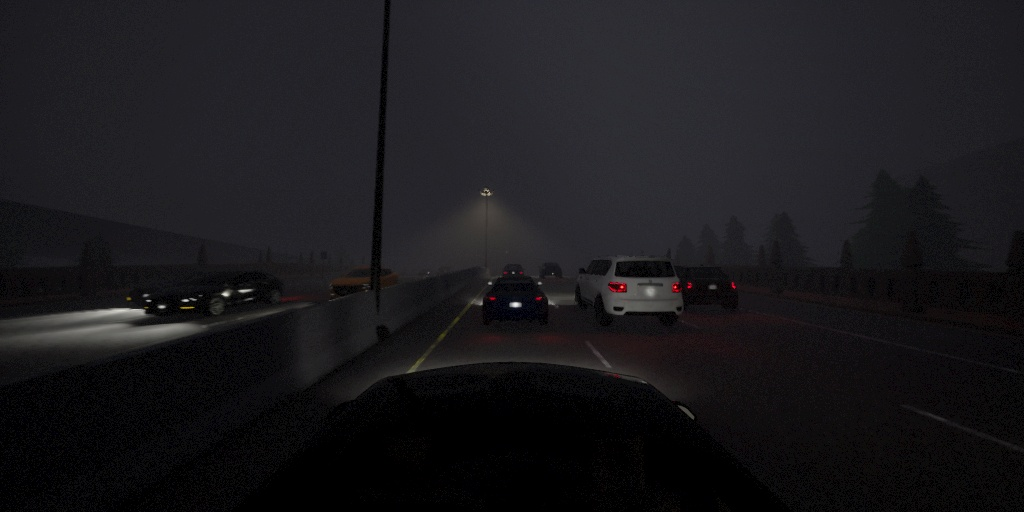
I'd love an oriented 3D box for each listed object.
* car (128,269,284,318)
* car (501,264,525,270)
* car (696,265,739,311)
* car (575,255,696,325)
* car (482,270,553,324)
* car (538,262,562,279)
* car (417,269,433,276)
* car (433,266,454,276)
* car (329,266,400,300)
[{"bbox_3d":[-10.598,1.275,13.272,1.837,1.490,4.892,0,0,0],"label":"car"},{"bbox_3d":[0.103,1.353,29.930,2.033,1.411,5.357,0,0,0],"label":"car"},{"bbox_3d":[7.101,1.125,14.804,2.097,1.767,4.553,0,0,0],"label":"car"},{"bbox_3d":[3.601,0.991,12.011,2.150,2.045,5.566,0,0,0],"label":"car"},{"bbox_3d":[0.101,1.333,12.000,1.994,1.385,4.181,0,0,0],"label":"car"},{"bbox_3d":[3.604,1.360,34.015,1.837,1.490,4.892,0,-1,0],"label":"car"},{"bbox_3d":[-14.044,2.871,58.868,2.097,1.767,4.553,0,-6,1],"label":"car"},{"bbox_3d":[-10.547,2.587,57.435,2.150,2.045,5.566,0,-6,1],"label":"car"},{"bbox_3d":[-7.097,1.257,17.695,1.882,1.535,5.008,0,0,0],"label":"car"}]
